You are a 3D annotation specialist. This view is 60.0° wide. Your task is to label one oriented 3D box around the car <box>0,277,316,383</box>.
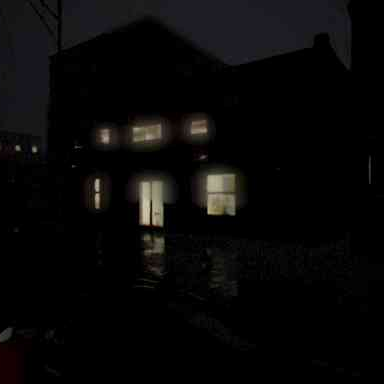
[{"bbox_3d":[-0.884,1.608,3.495,4.206,1.307,1.802,-1,0,36],"label":"car"}]
